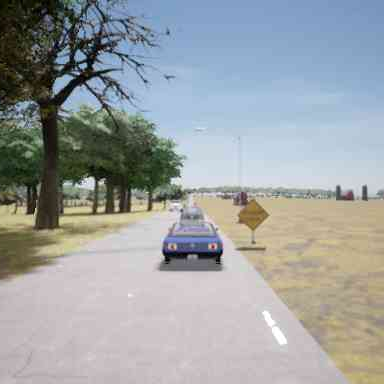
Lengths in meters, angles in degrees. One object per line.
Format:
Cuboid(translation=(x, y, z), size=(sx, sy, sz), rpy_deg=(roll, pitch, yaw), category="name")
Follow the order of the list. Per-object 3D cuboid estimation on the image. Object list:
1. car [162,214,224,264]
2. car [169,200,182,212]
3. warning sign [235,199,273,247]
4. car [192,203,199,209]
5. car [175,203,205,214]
Cuboid(translation=(0.043, 1.678, 12.123), size=(1.895, 1.301, 4.718), rpy_deg=(0, -1, 1), category="car")
Cuboid(translation=(-2.790, 2.409, 58.414), size=(2.150, 2.045, 5.566), rpy_deg=(0, -2, 1), category="car")
Cuboid(translation=(2.448, 1.204, 13.332), size=(1.300, 1.860, 1.060), rpy_deg=(0, -1, 0), category="warning sign")
Cuboid(translation=(0.972, 3.943, 93.293), size=(2.097, 1.767, 4.553), rpy_deg=(0, -2, 0), category="car")
Cuboid(translation=(0.027, 1.840, 25.655), size=(2.033, 1.411, 5.357), rpy_deg=(0, -1, 1), category="car")
